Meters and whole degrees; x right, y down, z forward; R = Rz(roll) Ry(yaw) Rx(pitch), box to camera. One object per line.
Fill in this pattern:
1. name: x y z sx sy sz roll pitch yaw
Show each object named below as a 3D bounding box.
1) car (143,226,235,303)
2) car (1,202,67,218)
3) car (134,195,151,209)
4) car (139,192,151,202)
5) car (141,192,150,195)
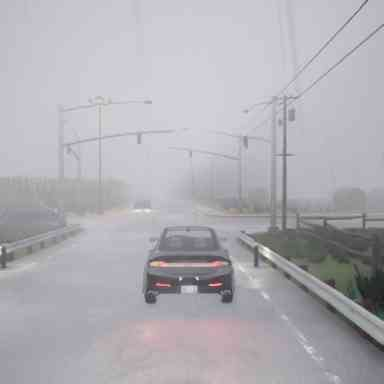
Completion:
1. car: -0.091 1.610 8.420 2.128 1.511 4.902 0 -2 -1
2. car: -12.300 1.549 26.089 4.553 1.767 2.097 0 1 -8
3. car: -6.324 1.456 42.897 1.994 1.385 4.181 0 1 -7
4. car: -8.886 0.868 63.561 2.097 1.767 4.553 0 1 -7
5. car: -7.561 1.237 52.858 1.812 1.442 4.674 0 1 -7
